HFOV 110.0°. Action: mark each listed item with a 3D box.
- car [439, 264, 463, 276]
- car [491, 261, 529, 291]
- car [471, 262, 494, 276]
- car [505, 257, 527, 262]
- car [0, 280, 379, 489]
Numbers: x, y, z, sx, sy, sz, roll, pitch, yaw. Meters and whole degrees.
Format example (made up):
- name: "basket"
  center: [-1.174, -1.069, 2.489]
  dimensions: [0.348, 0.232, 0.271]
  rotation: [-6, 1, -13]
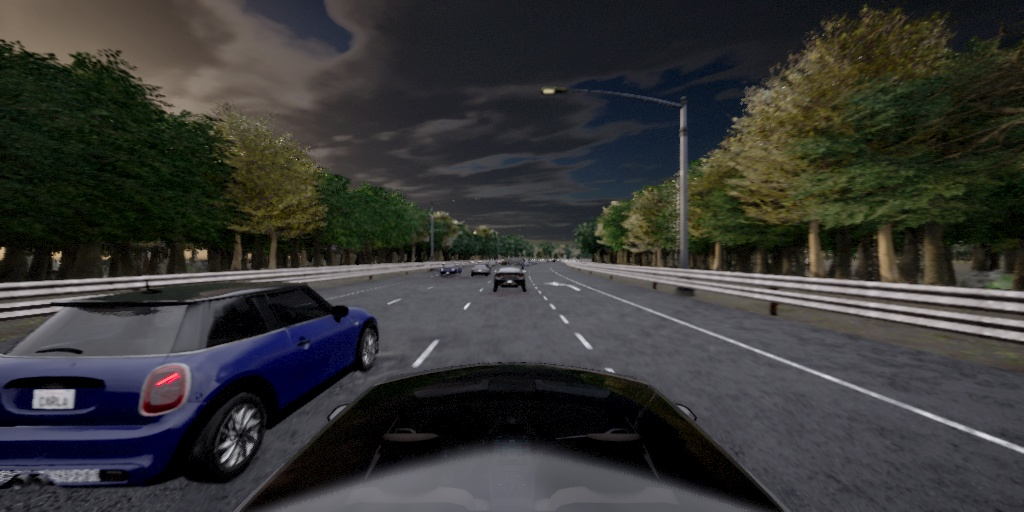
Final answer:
- name: "car"
  center: [-6.851, 1.543, 40.871]
  dimensions: [1.895, 1.301, 4.718]
  rotation: [0, 0, 2]
- name: "car"
  center: [-0.127, 1.323, 22.941]
  dimensions: [1.882, 1.535, 5.008]
  rotation: [0, 0, 0]
- name: "car"
  center: [-3.323, 1.494, 39.882]
  dimensions: [1.994, 1.385, 4.181]
  rotation: [0, 0, 2]
- name: "car"
  center: [0.676, 1.196, 50.968]
  dimensions: [2.150, 2.045, 5.566]
  rotation: [0, 0, 3]
- name: "car"
  center: [-3.515, 1.122, 4.863]
  dimensions: [2.097, 1.767, 4.553]
  rotation: [0, 0, 0]
